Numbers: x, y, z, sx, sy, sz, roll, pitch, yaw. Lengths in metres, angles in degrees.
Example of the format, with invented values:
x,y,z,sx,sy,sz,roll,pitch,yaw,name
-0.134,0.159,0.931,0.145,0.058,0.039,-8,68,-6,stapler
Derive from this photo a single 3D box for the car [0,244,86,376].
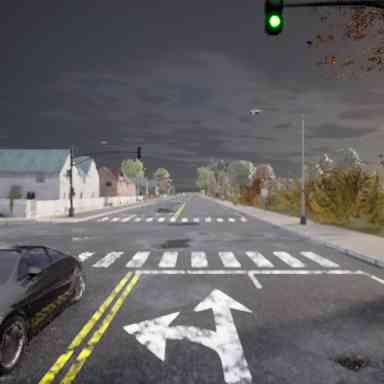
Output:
x,y,z,sx,sy,sz,roll,pitch,yaw,name
-3.250,1.595,5.448,1.994,1.385,4.181,0,0,0,car

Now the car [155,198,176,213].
x,y,z,sx,sy,sz,roll,pitch,yaw,name
-3.244,1.749,40.107,1.837,1.490,4.892,0,2,0,car

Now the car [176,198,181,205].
x,y,z,sx,sy,sz,roll,pitch,yaw,name
-3.241,1.882,65.258,1.895,1.301,4.718,0,0,0,car
